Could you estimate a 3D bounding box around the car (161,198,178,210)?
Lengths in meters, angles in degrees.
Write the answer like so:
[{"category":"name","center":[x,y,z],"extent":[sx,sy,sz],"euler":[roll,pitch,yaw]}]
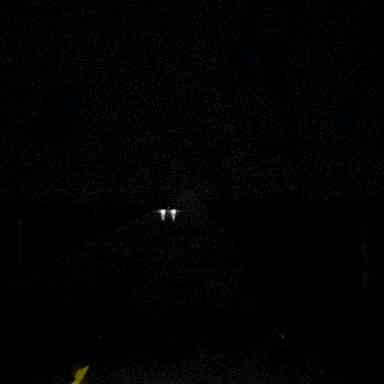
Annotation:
[{"category":"car","center":[-2.754,1.434,41.472],"extent":[2.033,1.411,5.357],"euler":[0,0,0]}]
